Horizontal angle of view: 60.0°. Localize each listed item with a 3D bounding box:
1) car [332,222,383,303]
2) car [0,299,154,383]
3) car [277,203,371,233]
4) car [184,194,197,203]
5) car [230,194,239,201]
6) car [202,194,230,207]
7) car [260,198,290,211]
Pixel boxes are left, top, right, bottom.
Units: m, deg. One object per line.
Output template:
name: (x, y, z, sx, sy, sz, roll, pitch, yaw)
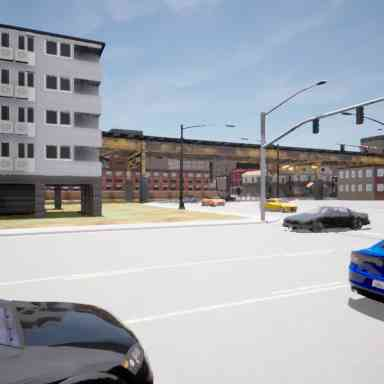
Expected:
car: (5.547, 1.478, 6.898, 5.008, 1.535, 1.882, 0, 0, -25)
car: (-2.432, 1.564, 2.747, 4.181, 1.385, 1.994, 0, 0, -32)
car: (7.939, 1.547, 19.447, 5.357, 1.411, 2.033, 0, 0, -23)
car: (-0.292, 1.353, 67.684, 2.097, 1.767, 4.553, 0, 0, 7)
car: (8.275, 1.540, 78.703, 2.033, 1.411, 5.357, 0, 0, 40)
car: (3.325, 1.352, 50.660, 2.097, 1.767, 4.553, 0, 0, -24)
car: (9.665, 1.478, 37.246, 1.882, 1.535, 5.008, 0, 1, -26)
